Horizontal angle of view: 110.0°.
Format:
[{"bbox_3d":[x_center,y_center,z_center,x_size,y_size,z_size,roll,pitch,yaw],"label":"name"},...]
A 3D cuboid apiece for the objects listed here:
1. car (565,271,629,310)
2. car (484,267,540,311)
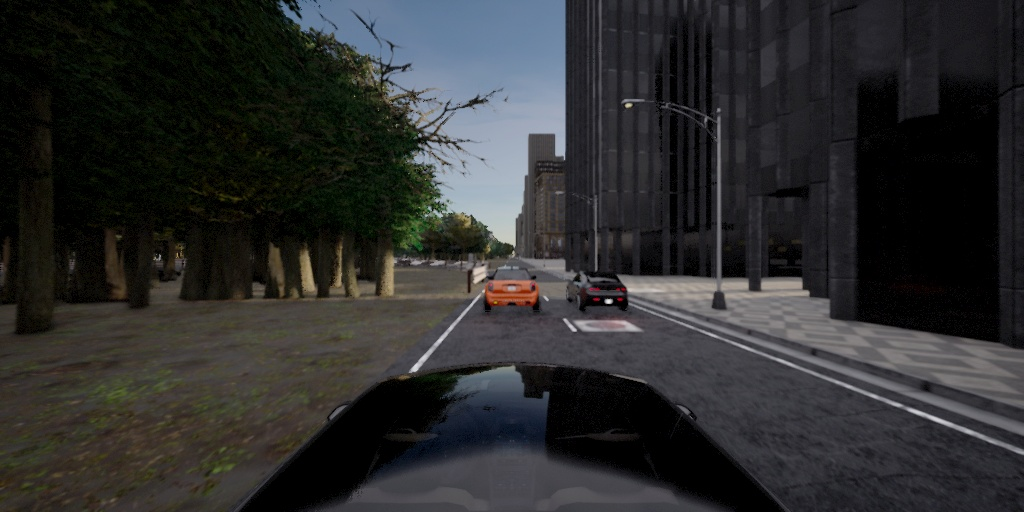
[{"bbox_3d":[3.500,1.389,15.350,1.837,1.490,4.892,0,0,0],"label":"car"},{"bbox_3d":[0.002,1.232,15.266,2.097,1.767,4.553,0,-1,0],"label":"car"}]
